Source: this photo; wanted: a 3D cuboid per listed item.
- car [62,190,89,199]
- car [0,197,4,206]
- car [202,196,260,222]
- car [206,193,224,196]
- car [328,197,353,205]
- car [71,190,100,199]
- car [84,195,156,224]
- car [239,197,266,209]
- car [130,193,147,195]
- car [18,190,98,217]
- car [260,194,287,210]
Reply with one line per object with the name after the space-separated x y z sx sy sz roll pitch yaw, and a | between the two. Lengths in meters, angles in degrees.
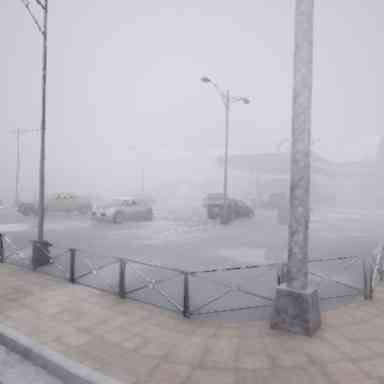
-22.659 0.461 64.706 2.007 1.523 4.514 2 0 35 | car
-20.069 0.476 31.253 1.905 1.878 3.866 2 0 35 | car
2.831 1.304 24.004 2.007 1.523 4.514 2 0 35 | car
2.984 1.029 36.184 1.932 1.855 4.605 2 0 35 | car
30.363 1.877 68.082 4.611 1.667 2.242 2 0 35 | car
-20.073 0.527 62.930 2.152 1.636 5.027 2 0 35 | car
-4.236 1.088 20.383 1.970 1.475 3.806 2 0 35 | car
7.861 1.367 43.117 1.970 1.475 3.806 2 0 35 | car
-6.755 0.941 43.985 2.007 1.523 4.514 2 0 35 | car
-9.649 0.855 23.838 2.152 1.636 5.027 2 0 35 | car
10.221 1.156 40.690 1.905 1.878 3.866 2 0 35 | car
